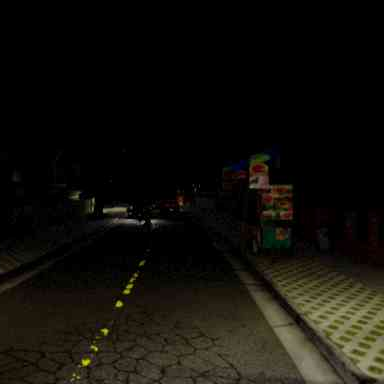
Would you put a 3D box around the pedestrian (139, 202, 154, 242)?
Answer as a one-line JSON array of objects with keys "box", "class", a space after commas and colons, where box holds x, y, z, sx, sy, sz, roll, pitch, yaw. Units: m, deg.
[{"box": [-2.011, 1.297, 14.728, 0.375, 1.860, 0.375, 0, 0, -11], "class": "pedestrian"}]

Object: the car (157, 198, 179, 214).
[{"box": [-2.454, 1.541, 36.203, 1.837, 1.490, 4.892, 0, -1, -8], "class": "car"}]

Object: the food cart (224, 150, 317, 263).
[{"box": [2.729, 0.465, 12.864, 2.280, 3.560, 4.660, 0, 0, -3], "class": "food cart"}]

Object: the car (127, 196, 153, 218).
[{"box": [-4.639, 1.378, 30.027, 2.097, 1.767, 4.553, 0, 0, -7], "class": "car"}]

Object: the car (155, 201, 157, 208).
[{"box": [-4.109, 1.620, 47.205, 2.033, 1.411, 5.357, 0, 0, -12], "class": "car"}]

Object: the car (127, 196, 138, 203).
[{"box": [-12.594, 1.528, 70.702, 1.837, 1.490, 4.892, 0, 0, -15], "class": "car"}]
